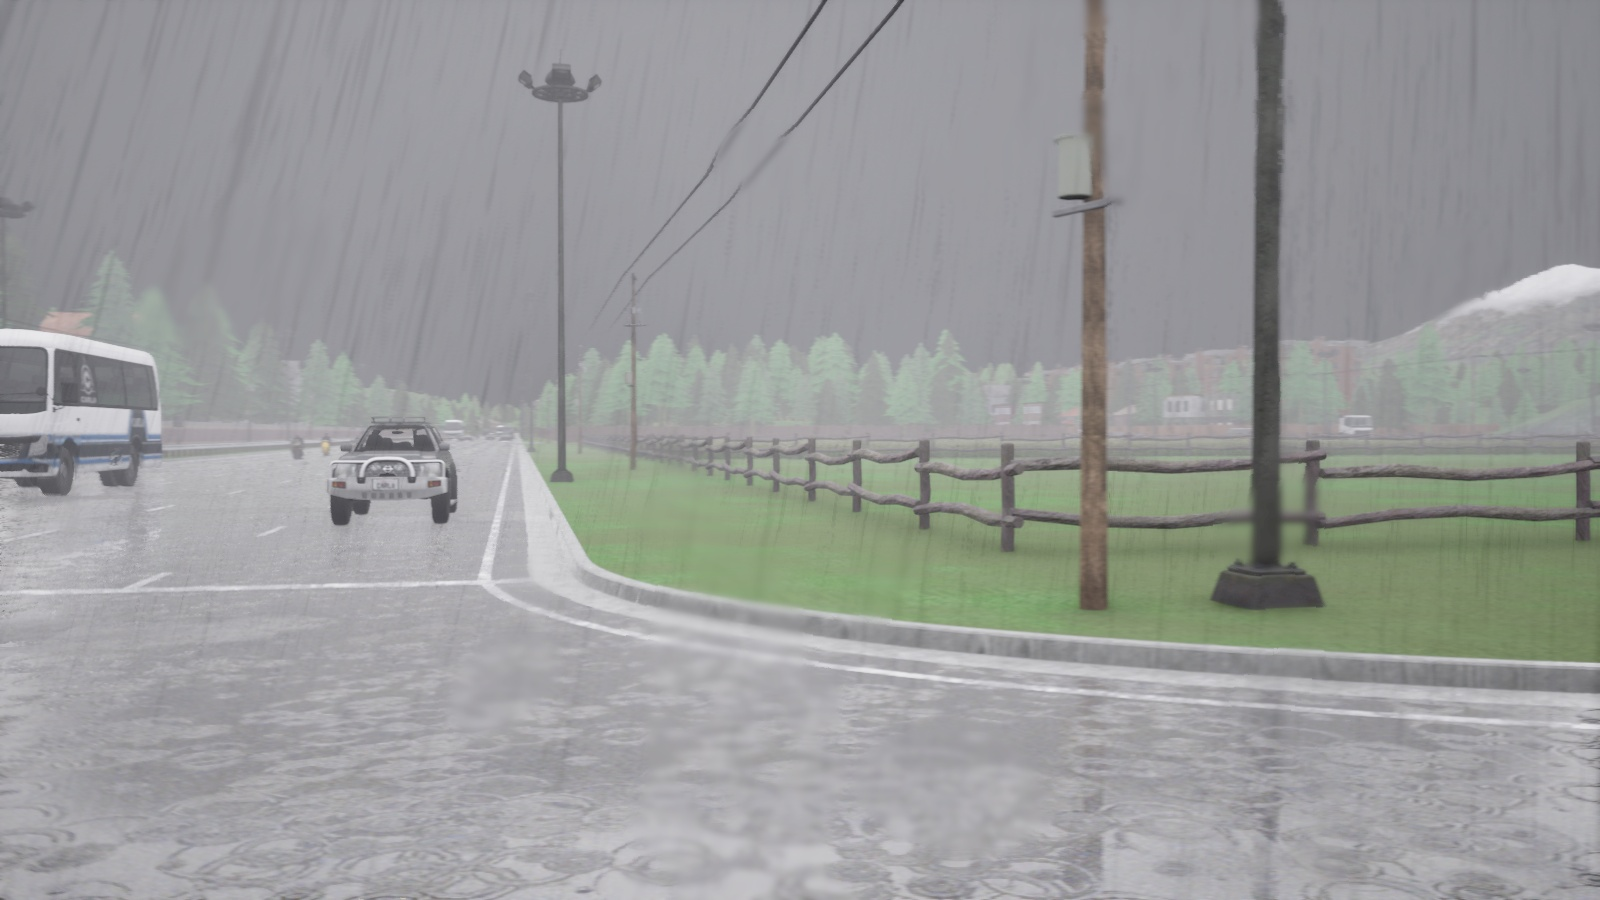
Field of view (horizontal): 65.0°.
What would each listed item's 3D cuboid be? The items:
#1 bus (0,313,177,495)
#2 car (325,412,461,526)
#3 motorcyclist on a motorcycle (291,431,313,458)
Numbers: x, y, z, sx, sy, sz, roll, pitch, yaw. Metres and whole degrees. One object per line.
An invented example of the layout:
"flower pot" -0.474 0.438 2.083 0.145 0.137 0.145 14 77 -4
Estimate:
"bus" -20.535 -1.145 34.212 3.944 4.253 10.273 0 1 -12
"car" -7.304 0.280 22.957 1.932 1.855 4.605 0 1 -12
"motorcyclist on a motorcycle" -29.322 -0.342 73.992 0.866 1.530 2.191 0 1 -12
